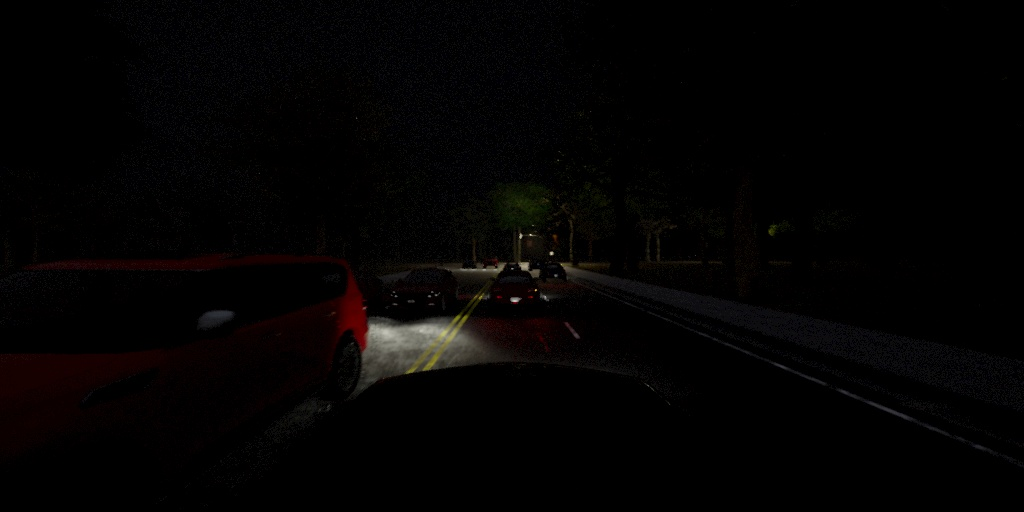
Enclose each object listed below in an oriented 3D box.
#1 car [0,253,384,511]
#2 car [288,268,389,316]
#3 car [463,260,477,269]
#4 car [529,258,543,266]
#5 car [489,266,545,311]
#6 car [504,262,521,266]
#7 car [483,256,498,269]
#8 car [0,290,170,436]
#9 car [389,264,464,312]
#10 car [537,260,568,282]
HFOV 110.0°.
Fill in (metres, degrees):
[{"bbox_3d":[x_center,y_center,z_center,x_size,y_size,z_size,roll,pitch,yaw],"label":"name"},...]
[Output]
[{"bbox_3d":[-3.354,0.976,3.538,2.150,2.045,5.566,0,0,0],"label":"car"},{"bbox_3d":[-6.598,1.285,14.306,1.812,1.442,4.674,0,0,0],"label":"car"},{"bbox_3d":[-6.571,1.260,56.117,2.033,1.411,5.357,0,0,0],"label":"car"},{"bbox_3d":[3.285,1.080,46.737,2.097,1.767,4.553,0,0,0],"label":"car"},{"bbox_3d":[0.100,1.282,14.263,1.812,1.442,4.674,0,0,0],"label":"car"},{"bbox_3d":[0.054,1.306,39.345,1.994,1.385,4.181,0,0,0],"label":"car"},{"bbox_3d":[-3.321,0.937,56.099,2.150,2.045,5.566,0,0,0],"label":"car"},{"bbox_3d":[-6.601,1.279,3.626,1.812,1.442,4.674,0,0,0],"label":"car"},{"bbox_3d":[-3.351,1.236,14.429,1.882,1.535,5.008,0,0,0],"label":"car"},{"bbox_3d":[3.292,1.277,29.160,1.812,1.442,4.674,0,0,0],"label":"car"}]
